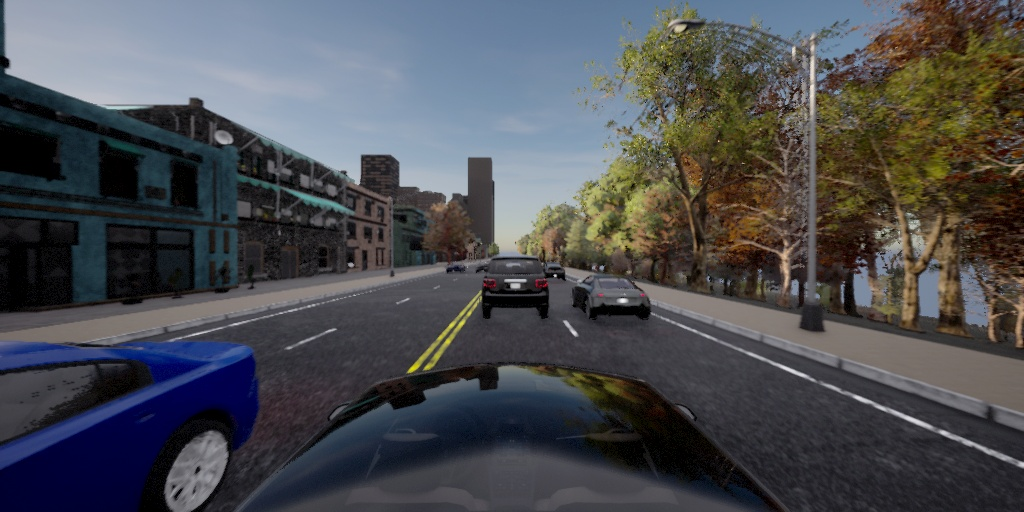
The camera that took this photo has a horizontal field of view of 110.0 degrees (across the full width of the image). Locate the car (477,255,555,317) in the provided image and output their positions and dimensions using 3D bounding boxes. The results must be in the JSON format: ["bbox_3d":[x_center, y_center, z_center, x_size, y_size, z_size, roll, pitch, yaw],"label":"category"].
[{"bbox_3d":[0.107,0.987,13.318,2.150,2.045,5.566,0,0,0],"label":"car"}]

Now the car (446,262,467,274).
[{"bbox_3d":[-6.571,1.406,42.422,1.895,1.301,4.718,0,0,0],"label":"car"}]

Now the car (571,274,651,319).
[{"bbox_3d":[3.355,1.329,12.853,1.994,1.385,4.181,0,0,0],"label":"car"}]

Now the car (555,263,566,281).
[{"bbox_3d":[3.364,1.293,30.322,1.837,1.490,4.892,0,0,0],"label":"car"}]

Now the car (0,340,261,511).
[{"bbox_3d":[-3.351,1.227,1.338,1.882,1.535,5.008,0,0,0],"label":"car"}]

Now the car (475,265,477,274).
[{"bbox_3d":[-3.319,1.406,42.849,1.895,1.301,4.718,0,0,0],"label":"car"}]
